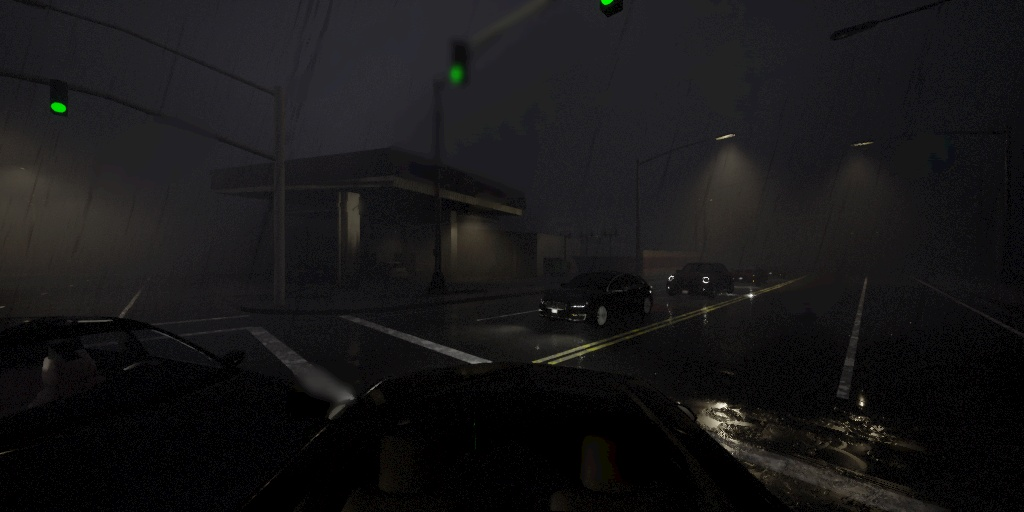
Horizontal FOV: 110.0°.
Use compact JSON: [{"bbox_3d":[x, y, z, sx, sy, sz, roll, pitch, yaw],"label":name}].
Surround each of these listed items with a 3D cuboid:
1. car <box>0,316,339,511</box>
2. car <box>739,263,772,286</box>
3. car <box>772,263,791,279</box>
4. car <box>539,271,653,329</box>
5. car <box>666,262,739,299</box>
[{"bbox_3d":[-3.424,1.242,2.505,4.902,1.511,2.128,0,0,15],"label":"car"},{"bbox_3d":[16.616,1.314,25.303,1.994,1.385,4.181,0,0,44],"label":"car"},{"bbox_3d":[23.741,1.314,32.365,4.181,1.385,1.994,0,0,-45],"label":"car"},{"bbox_3d":[2.867,1.255,11.530,1.837,1.490,4.892,0,0,45],"label":"car"},{"bbox_3d":[9.698,1.102,18.384,4.553,1.767,2.097,0,0,-45],"label":"car"}]
